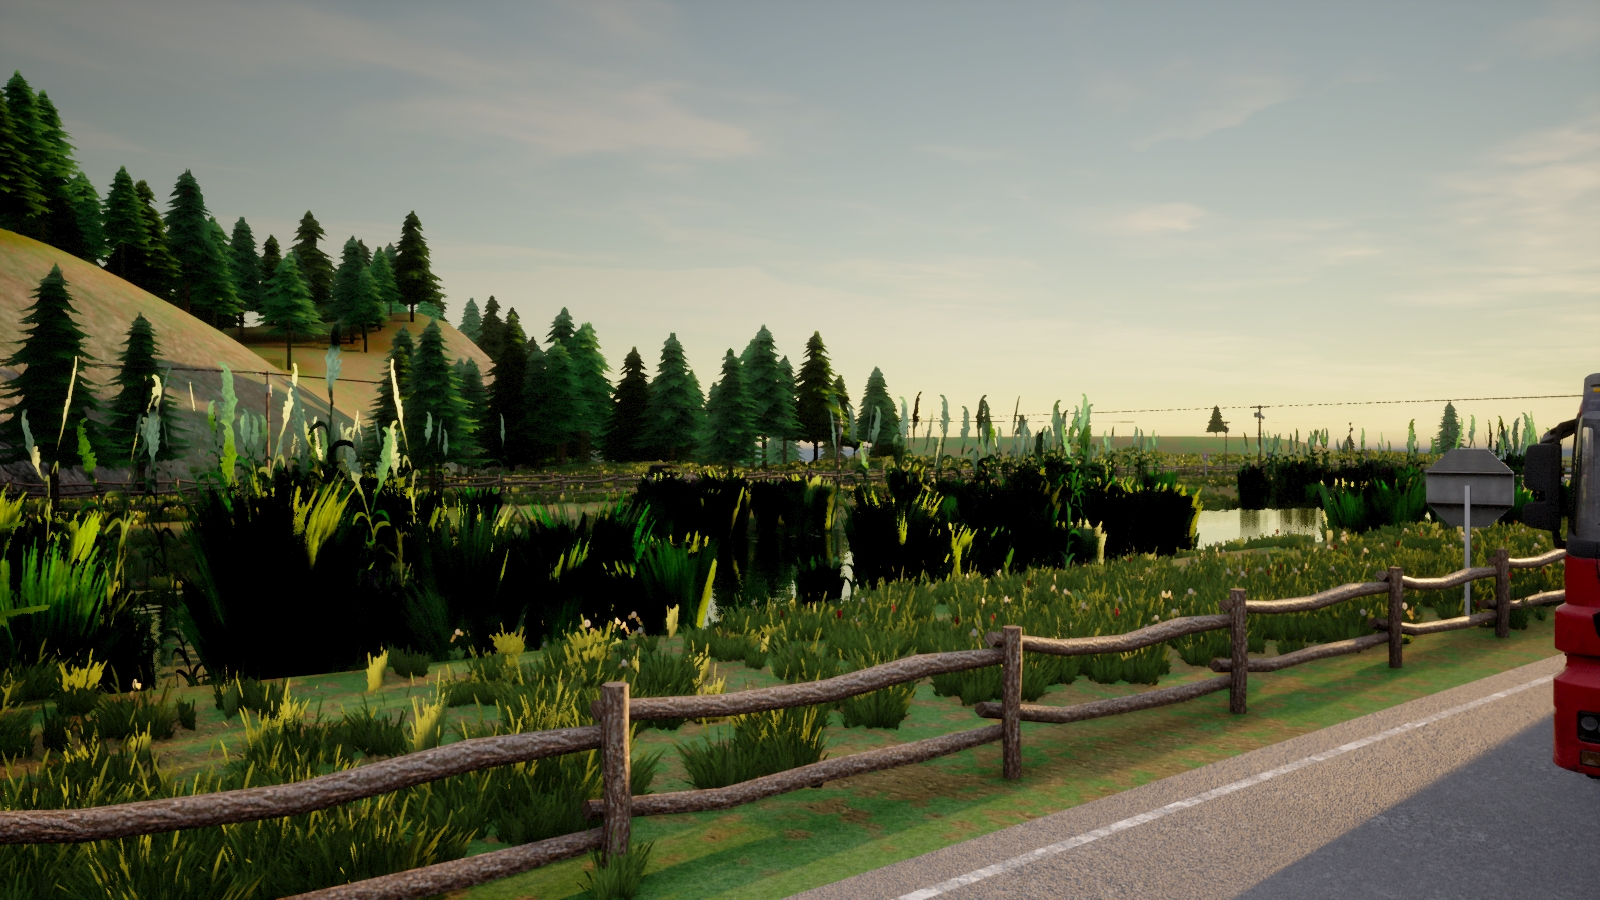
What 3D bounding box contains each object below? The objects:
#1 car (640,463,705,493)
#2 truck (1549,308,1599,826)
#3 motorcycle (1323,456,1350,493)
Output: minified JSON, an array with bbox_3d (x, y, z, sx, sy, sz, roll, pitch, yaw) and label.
[{"bbox_3d":[-8.445,1.857,75.772,3.866,1.878,1.905,0,0,-43],"label":"car"},{"bbox_3d":[9.509,0.862,10.945,2.891,3.827,8.468,0,0,40],"label":"truck"},{"bbox_3d":[34.978,1.577,74.473,2.033,2.348,0.803,0,0,-39],"label":"motorcycle"}]
